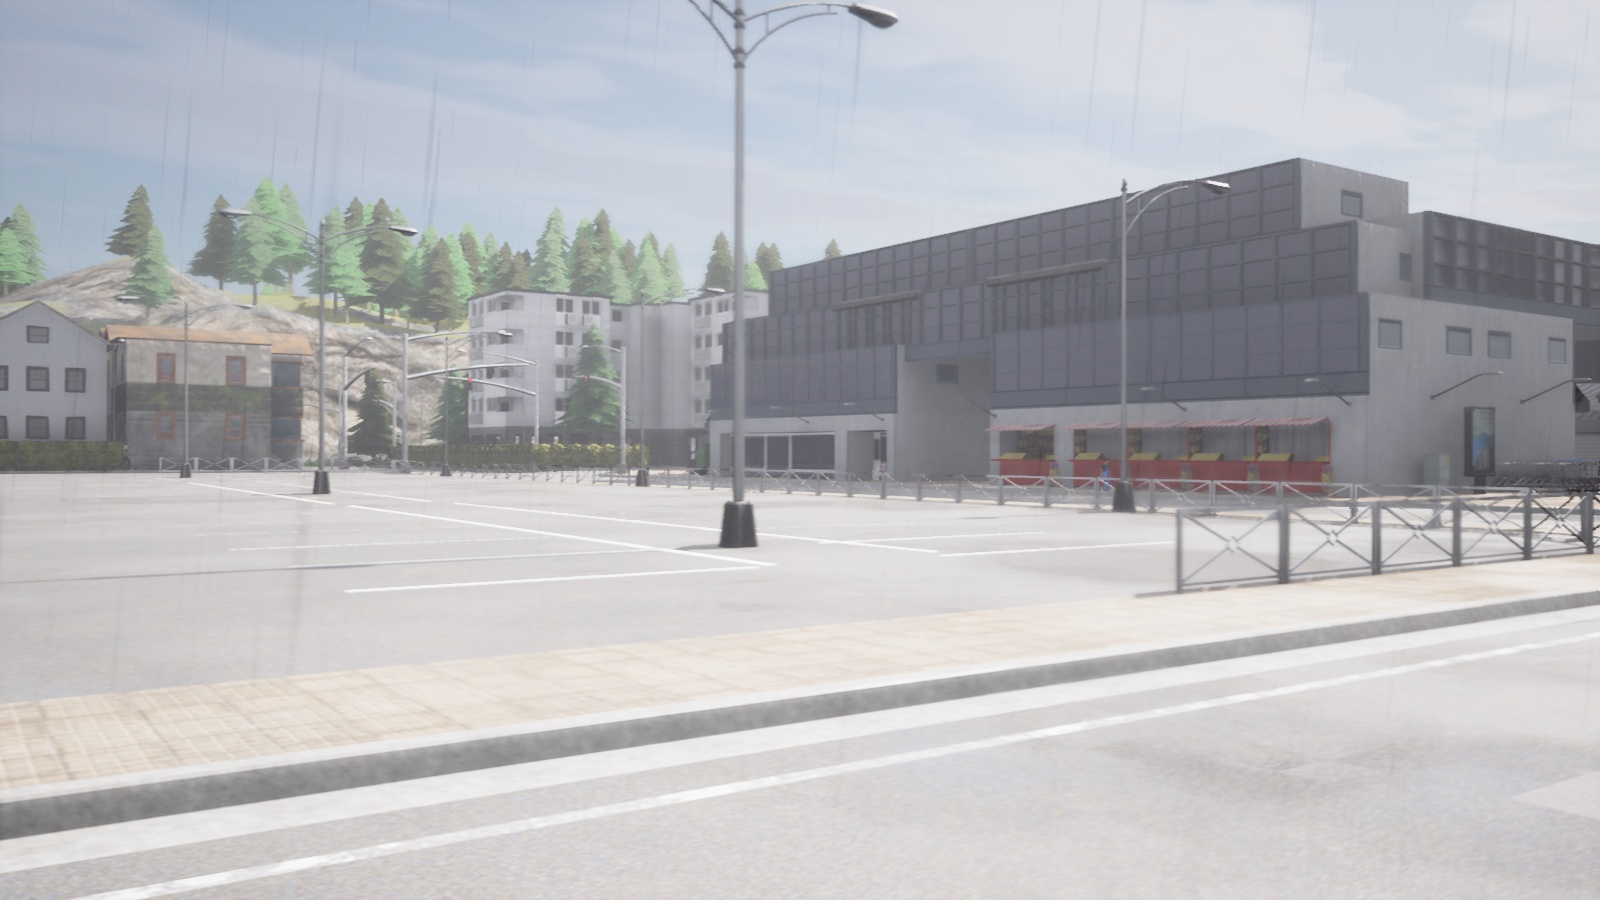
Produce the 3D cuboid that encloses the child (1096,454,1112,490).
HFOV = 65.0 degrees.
[{"bbox_3d":[10.667,0.756,44.063,0.270,1.263,0.437,0,0,-37],"label":"child"}]

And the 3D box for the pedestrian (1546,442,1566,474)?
[{"bbox_3d":[44.871,0.478,74.525,0.563,1.883,0.849,0,0,-36],"label":"pedestrian"}]

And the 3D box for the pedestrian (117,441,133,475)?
[{"bbox_3d":[-39.683,0.475,73.816,0.788,1.949,0.423,0,0,-34],"label":"pedestrian"}]
